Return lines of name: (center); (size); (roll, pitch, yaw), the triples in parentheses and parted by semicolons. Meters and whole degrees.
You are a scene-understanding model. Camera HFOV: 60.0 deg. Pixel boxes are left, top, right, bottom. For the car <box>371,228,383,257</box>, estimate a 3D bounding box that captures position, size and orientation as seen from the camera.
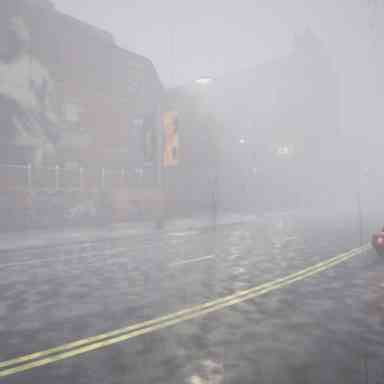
car: (8.104, 1.586, 11.943); (1.895, 1.301, 4.718); (0, 0, 43)
